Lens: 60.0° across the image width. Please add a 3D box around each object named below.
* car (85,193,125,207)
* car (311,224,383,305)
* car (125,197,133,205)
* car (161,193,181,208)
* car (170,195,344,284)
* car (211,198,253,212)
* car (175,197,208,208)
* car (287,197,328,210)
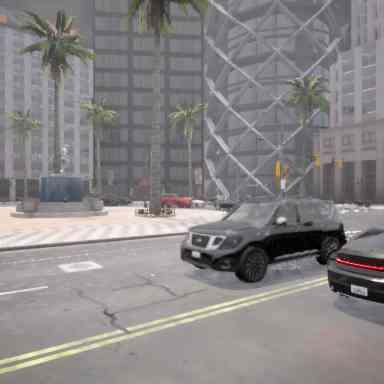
[{"bbox_3d":[-13.759,1.220,51.285,5.566,2.045,2.150,0,0,8],"label":"car"},{"bbox_3d":[4.956,1.505,7.331,4.892,1.490,1.837,0,0,-35],"label":"car"},{"bbox_3d":[-12.622,1.224,54.621,5.566,2.045,2.150,0,0,9],"label":"car"},{"bbox_3d":[-2.536,1.221,47.080,5.566,2.045,2.150,0,0,31],"label":"car"},{"bbox_3d":[2.350,1.221,9.985,5.566,2.045,2.150,0,0,-36],"label":"car"},{"bbox_3d":[4.752,1.492,40.427,2.128,1.511,4.902,0,0,-42],"label":"car"},{"bbox_3d":[-0.167,1.526,49.595,4.674,1.442,1.812,0,0,32],"label":"car"},{"bbox_3d":[15.353,1.491,44.434,2.128,1.511,4.902,0,0,-37],"label":"car"}]
